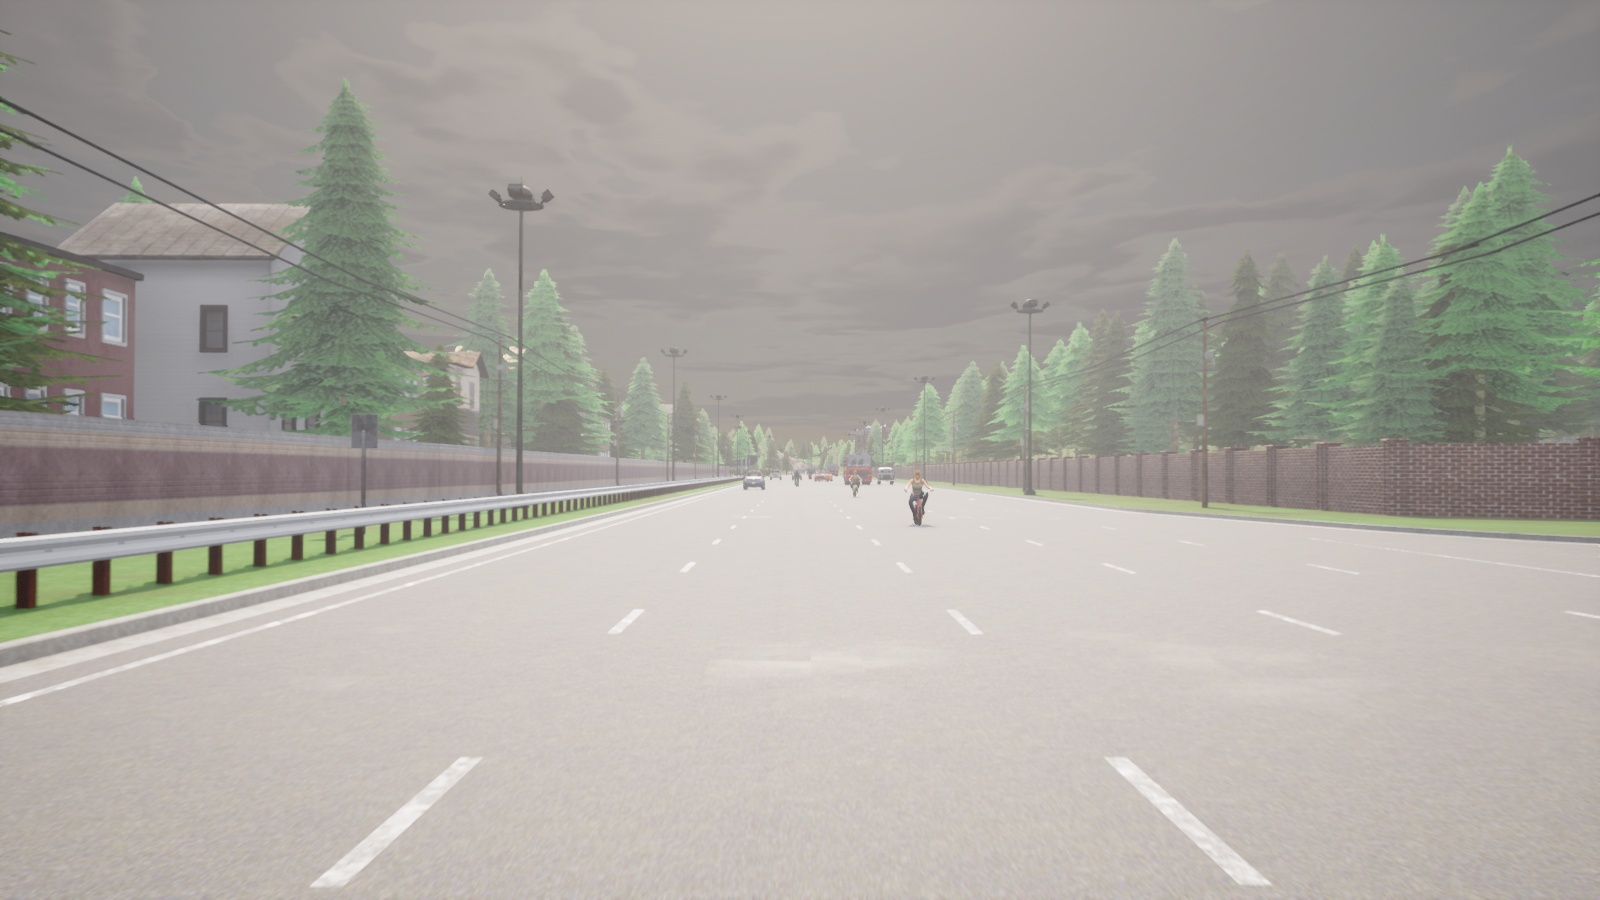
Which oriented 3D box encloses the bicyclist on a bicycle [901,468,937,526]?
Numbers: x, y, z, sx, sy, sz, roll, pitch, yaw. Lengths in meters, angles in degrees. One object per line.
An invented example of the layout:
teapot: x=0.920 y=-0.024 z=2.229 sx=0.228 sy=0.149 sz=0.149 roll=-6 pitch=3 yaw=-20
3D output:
bicyclist on a bicycle: x=3.407 y=1.341 z=36.149 sx=0.866 sy=1.612 sz=1.509 roll=0 pitch=-1 yaw=0
